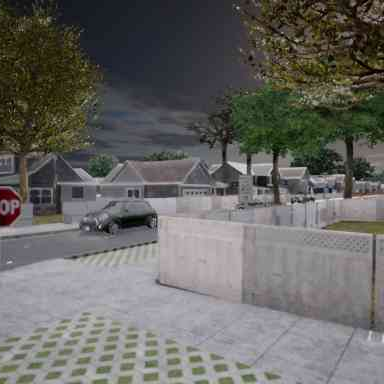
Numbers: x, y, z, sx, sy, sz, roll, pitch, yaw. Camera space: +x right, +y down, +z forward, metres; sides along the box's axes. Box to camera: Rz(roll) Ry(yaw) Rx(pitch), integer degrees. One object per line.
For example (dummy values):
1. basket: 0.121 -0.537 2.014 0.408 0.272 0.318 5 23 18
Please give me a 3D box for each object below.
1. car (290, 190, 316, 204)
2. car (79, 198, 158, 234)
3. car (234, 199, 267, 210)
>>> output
1. car: 15.339 0.798 45.772 2.150 2.045 5.566 0 0 35
2. car: -4.020 1.276 18.712 2.097 1.767 4.553 0 0 35
3. car: 5.741 1.405 32.430 1.994 1.385 4.181 0 0 35
